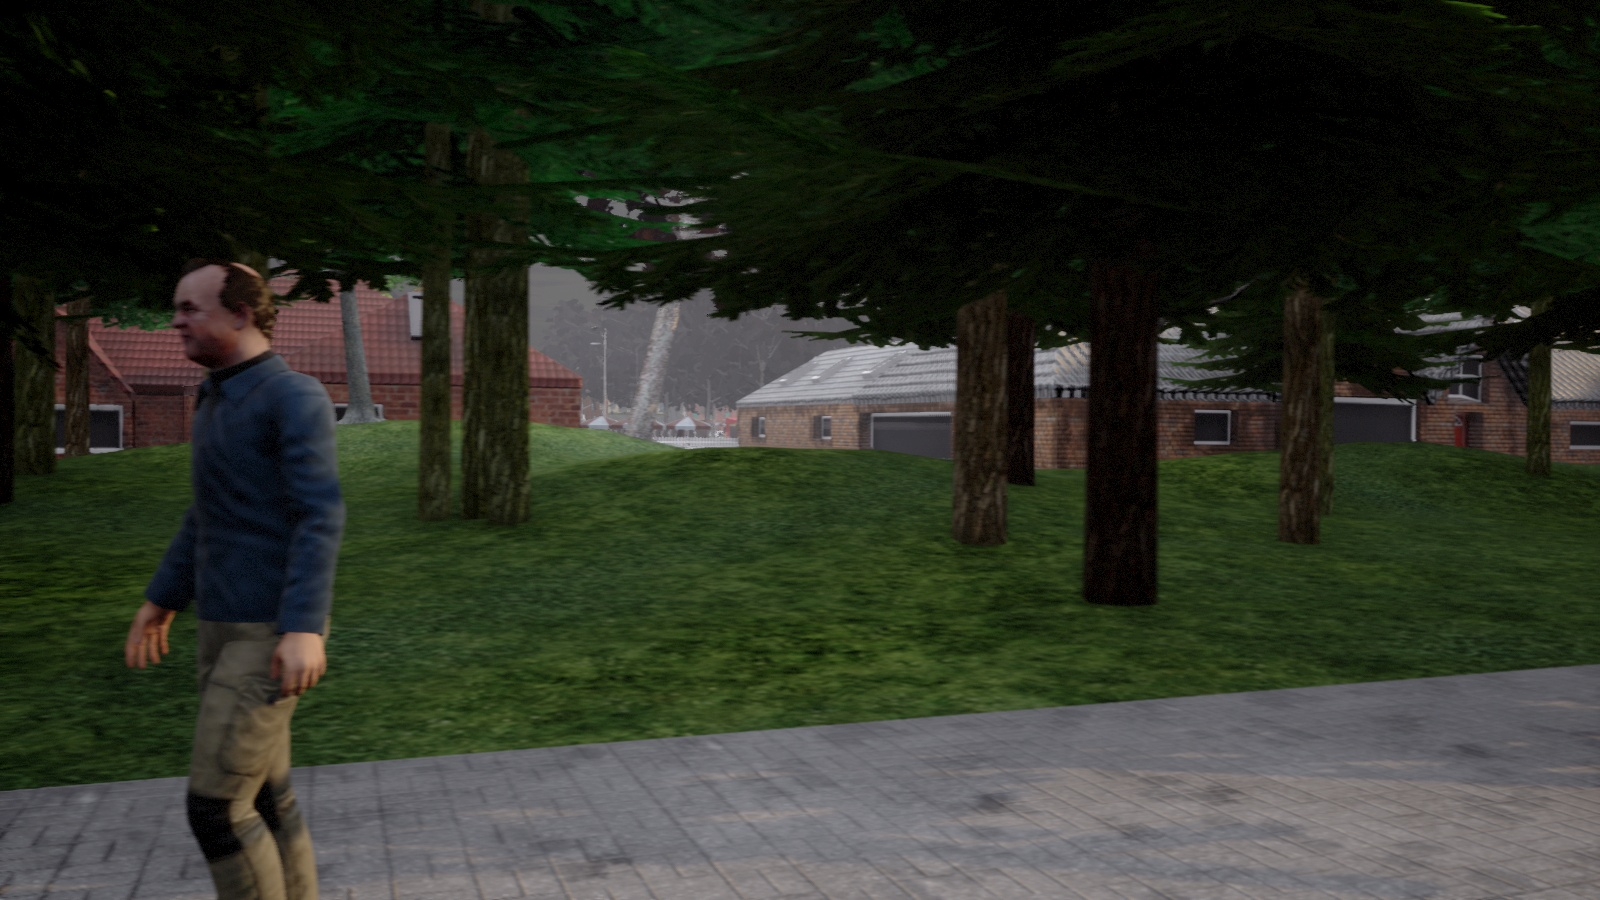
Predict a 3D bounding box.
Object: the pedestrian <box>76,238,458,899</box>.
[{"bbox_3d":[-1.265,0.472,3.032,0.402,1.842,0.726,0,1,45],"label":"pedestrian"}]
